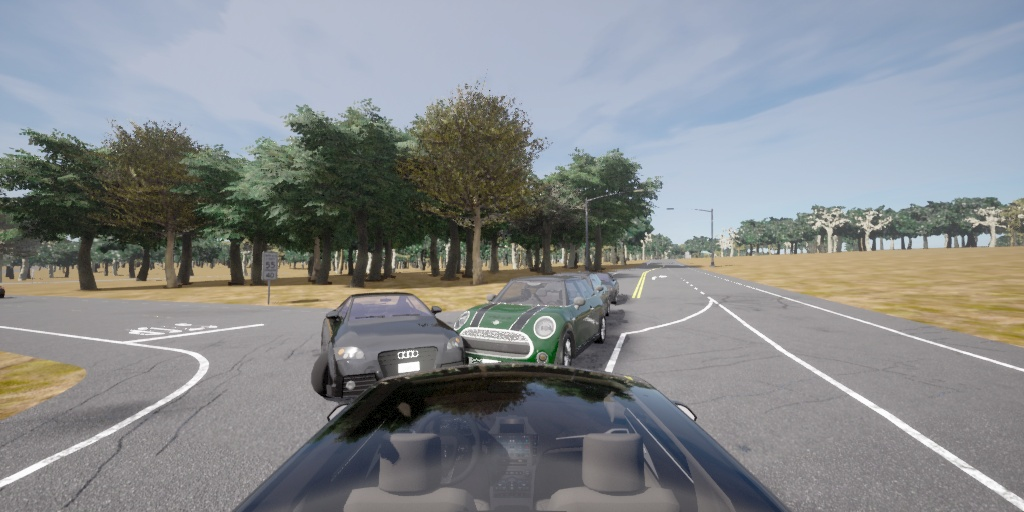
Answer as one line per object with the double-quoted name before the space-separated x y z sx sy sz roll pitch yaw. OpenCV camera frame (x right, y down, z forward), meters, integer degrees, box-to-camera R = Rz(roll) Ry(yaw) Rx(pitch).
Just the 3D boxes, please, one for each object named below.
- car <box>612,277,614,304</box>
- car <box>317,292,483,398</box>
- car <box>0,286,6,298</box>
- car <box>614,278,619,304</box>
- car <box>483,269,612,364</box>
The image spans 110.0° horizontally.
"car" 2.027 1.344 12.096 2.097 1.767 4.553 -1 -1 21
"car" -2.351 1.375 6.578 1.994 1.385 4.181 1 -2 -29
"car" -40.856 2.561 27.343 4.181 1.385 1.994 -2 -3 22
"car" 4.221 1.509 17.822 1.994 1.385 4.181 -1 0 19
"car" 0.620 1.218 7.783 2.097 1.767 4.553 -1 -2 26
